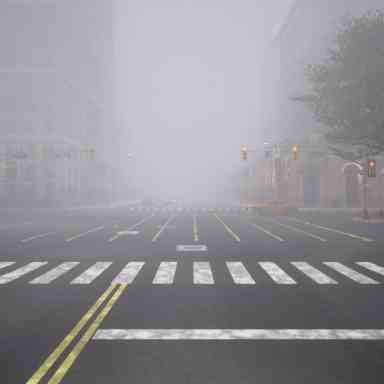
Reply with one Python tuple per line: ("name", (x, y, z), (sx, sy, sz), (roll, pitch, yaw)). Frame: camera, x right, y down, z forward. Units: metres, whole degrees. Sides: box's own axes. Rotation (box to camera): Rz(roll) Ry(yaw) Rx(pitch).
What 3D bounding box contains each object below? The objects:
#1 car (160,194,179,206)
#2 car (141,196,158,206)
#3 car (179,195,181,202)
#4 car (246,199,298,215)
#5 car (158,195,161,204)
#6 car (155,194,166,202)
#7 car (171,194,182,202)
("car", (-3.683, 1.478, 55.423), (1.882, 1.535, 5.008), (0, 0, 0))
("car", (-7.183, 1.505, 55.182), (1.837, 1.490, 4.892), (0, 0, 0))
("car", (-3.619, 1.601, 65.098), (1.895, 1.301, 4.718), (0, 0, 1))
("car", (7.858, 1.477, 32.930), (5.008, 1.535, 1.882), (0, 0, 0))
("car", (-7.130, 1.478, 64.526), (1.882, 1.535, 5.008), (0, 0, 1))
("car", (-6.995, 1.355, 74.800), (2.097, 1.767, 4.553), (0, 0, 0))
("car", (-3.493, 1.355, 75.053), (2.097, 1.767, 4.553), (0, 0, 0))
